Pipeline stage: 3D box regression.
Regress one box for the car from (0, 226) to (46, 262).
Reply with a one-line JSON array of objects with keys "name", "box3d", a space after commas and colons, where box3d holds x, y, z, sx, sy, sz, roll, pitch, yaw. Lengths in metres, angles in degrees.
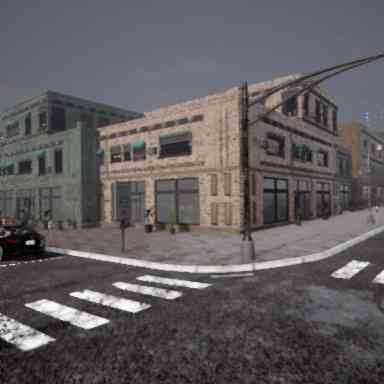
[{"name": "car", "box3d": [-8.113, 2.162, 14.790, 4.313, 1.339, 1.947, -3, -2, 40]}]
